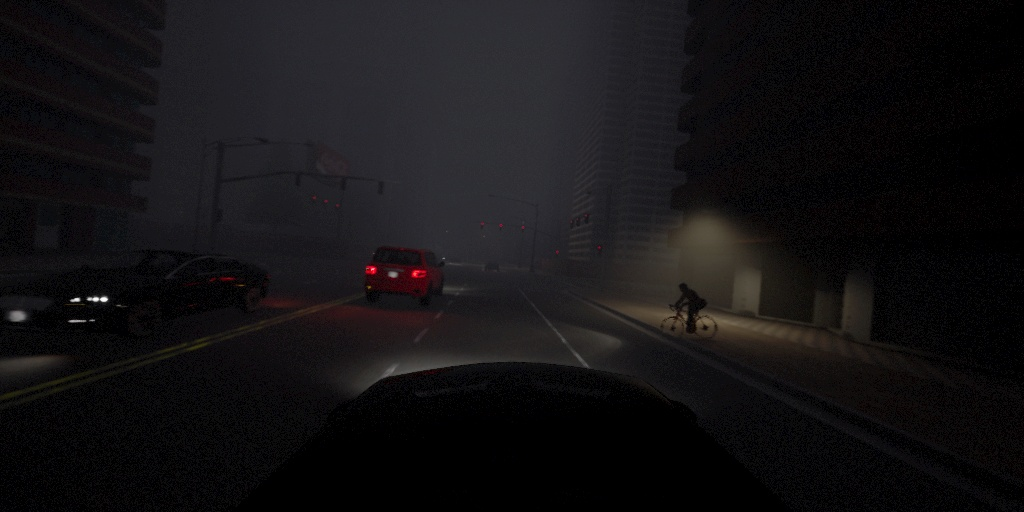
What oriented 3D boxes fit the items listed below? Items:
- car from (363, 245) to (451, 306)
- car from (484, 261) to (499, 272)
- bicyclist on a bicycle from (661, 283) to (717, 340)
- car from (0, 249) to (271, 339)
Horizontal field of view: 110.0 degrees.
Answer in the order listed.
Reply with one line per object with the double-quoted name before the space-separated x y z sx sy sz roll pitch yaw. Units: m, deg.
"car" -4.023 0.689 14.258 2.150 2.045 5.566 5 0 -4
"car" -2.715 1.352 49.428 1.812 1.442 4.674 5 0 -4
"bicyclist on a bicycle" 5.020 1.585 10.189 1.656 1.620 0.582 -1 0 -3
"car" -7.331 0.619 7.683 2.128 1.511 4.902 5 0 -3
